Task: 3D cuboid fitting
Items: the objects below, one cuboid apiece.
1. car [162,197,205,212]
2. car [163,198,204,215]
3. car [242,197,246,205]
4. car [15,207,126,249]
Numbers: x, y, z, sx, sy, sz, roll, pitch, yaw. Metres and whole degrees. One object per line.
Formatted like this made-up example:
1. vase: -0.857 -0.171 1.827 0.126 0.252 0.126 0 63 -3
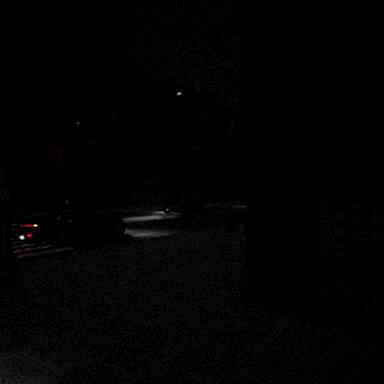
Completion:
1. car: -0.878 1.356 37.188 2.033 1.411 5.357 0 0 35
2. car: -0.770 1.323 31.711 2.128 1.511 4.902 0 0 35
3. car: 9.970 1.047 52.353 2.150 2.045 5.566 0 0 35
4. car: -5.006 1.415 14.397 1.837 1.490 4.892 -2 -1 33
